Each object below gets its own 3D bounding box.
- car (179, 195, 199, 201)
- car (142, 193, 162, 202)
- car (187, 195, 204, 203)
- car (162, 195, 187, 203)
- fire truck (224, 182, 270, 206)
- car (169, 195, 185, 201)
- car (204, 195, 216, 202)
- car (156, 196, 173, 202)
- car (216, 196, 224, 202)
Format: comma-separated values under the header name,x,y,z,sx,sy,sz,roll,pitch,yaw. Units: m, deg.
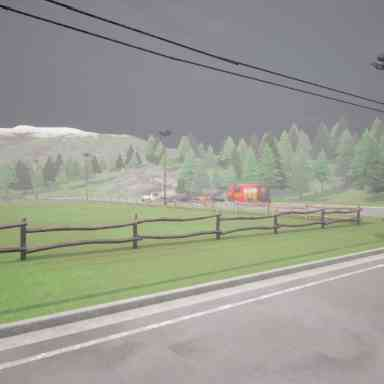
name,x,y,z,sx,sy,sz,roll,pitch,yaw
car,-0.766,1.483,81.379,2.033,1.411,5.357,0,0,-35
car,-9.366,1.174,75.354,2.150,2.045,5.566,0,0,-35
car,-0.457,1.547,68.793,2.033,1.411,5.357,0,0,-35
car,-3.552,1.564,67.109,1.994,1.385,4.181,0,0,-35
fire truck,9.601,0.339,57.646,2.891,3.827,8.468,0,0,-30
car,-3.627,1.496,79.362,1.994,1.385,4.181,0,0,-35
car,2.305,1.355,70.949,2.097,1.767,4.553,0,0,-35
car,-6.505,1.541,77.370,1.895,1.301,4.718,0,0,-35
car,5.086,1.595,73.078,1.895,1.301,4.718,0,0,-35
